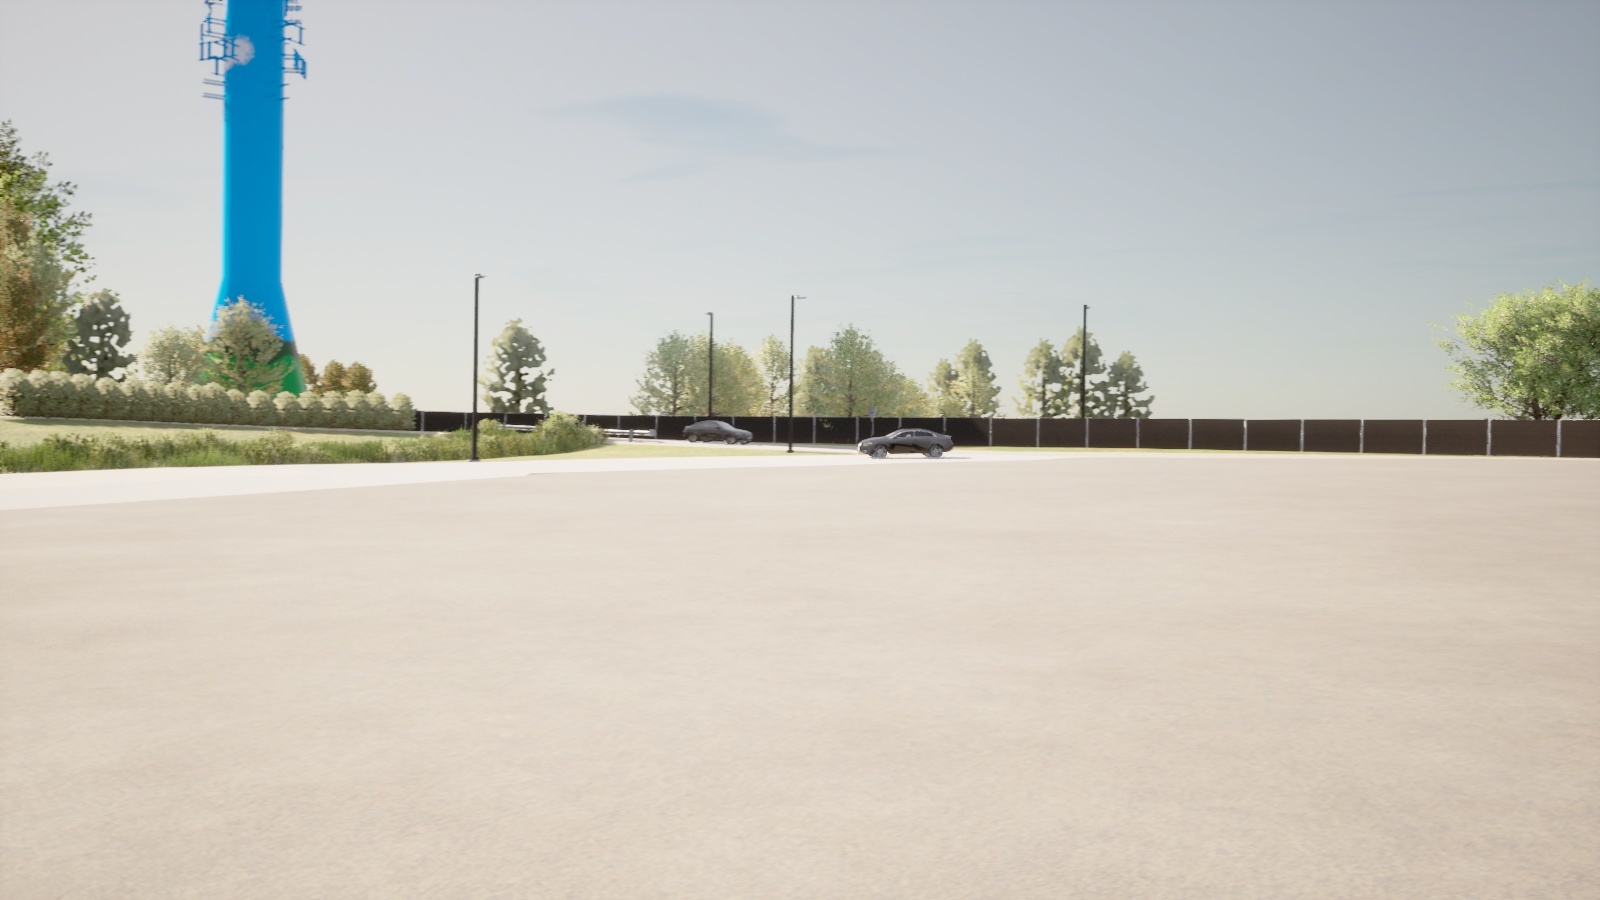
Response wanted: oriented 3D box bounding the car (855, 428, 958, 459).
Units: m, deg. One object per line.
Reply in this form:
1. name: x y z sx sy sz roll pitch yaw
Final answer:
1. car: 5.427 -0.325 64.426 4.902 1.511 2.128 0 1 -7

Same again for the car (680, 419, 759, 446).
1. car: -5.104 -1.131 79.344 4.674 1.442 1.812 4 1 28
